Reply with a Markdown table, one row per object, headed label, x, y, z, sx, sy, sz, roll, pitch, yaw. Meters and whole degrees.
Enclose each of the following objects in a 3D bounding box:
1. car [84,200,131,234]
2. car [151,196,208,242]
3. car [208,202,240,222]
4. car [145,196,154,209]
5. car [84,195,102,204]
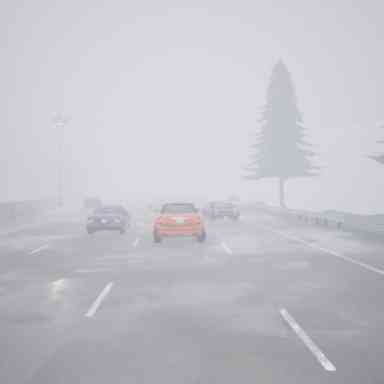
| label | x | y | z | sx | sy | sz | roll | pitch | yaw |
| --- | --- | --- | --- | --- | --- | --- | --- | --- | --- |
| car | -4.410 | 1.394 | 18.007 | 2.033 | 1.411 | 5.357 | 0 | 1 | -7 |
| car | -0.677 | 1.200 | 15.630 | 2.097 | 1.767 | 4.553 | 0 | 0 | -5 |
| car | 1.897 | 1.355 | 23.779 | 1.895 | 1.301 | 4.718 | 0 | 1 | -8 |
| car | -4.231 | 1.175 | 37.937 | 1.812 | 1.442 | 4.674 | 0 | 1 | -14 |
| car | -12.162 | 1.143 | 40.871 | 1.882 | 1.535 | 5.008 | 0 | 1 | -15 |
